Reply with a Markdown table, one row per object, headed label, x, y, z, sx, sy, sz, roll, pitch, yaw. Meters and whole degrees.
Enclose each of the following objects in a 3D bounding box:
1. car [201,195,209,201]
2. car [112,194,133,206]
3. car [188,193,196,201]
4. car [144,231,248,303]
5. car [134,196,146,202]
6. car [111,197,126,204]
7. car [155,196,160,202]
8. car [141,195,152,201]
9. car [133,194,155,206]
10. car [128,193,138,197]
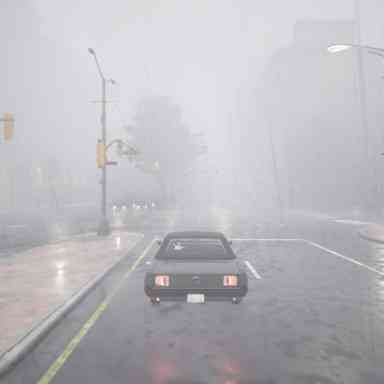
| label | x | y | z | sx | sy | sz | roll | pitch | yaw |
| --- | --- | --- | --- | --- | --- | --- | --- | --- | --- |
| car | 3.495 | 1.595 | 86.948 | 1.895 | 1.301 | 4.718 | 0 | 0 | 0 |
| car | -11.591 | 1.525 | 55.076 | 1.812 | 1.442 | 4.674 | 0 | 0 | 0 |
| car | -0.005 | 1.540 | 85.770 | 2.033 | 1.411 | 5.357 | 0 | 0 | 0 |
| car | 0.074 | 1.601 | 8.130 | 1.895 | 1.301 | 4.718 | 0 | 0 | 0 |
| car | -11.504 | 1.552 | 74.373 | 1.994 | 1.385 | 4.181 | 0 | 0 | 0 |
| car | -14.753 | 1.595 | 66.783 | 1.895 | 1.301 | 4.718 | 0 | 0 | 0 |
| car | -8.033 | 1.564 | 65.712 | 1.994 | 1.385 | 4.181 | 0 | 0 | 1 |
| car | -11.504 | 1.525 | 84.606 | 2.128 | 1.511 | 4.902 | 0 | 0 | 0 |
| car | -8.091 | 1.547 | 56.476 | 2.033 | 1.411 | 5.357 | 0 | 0 | 0 |
| car | -11.541 | 1.221 | 64.489 | 2.150 | 2.045 | 5.566 | 0 | 0 | 1 |
